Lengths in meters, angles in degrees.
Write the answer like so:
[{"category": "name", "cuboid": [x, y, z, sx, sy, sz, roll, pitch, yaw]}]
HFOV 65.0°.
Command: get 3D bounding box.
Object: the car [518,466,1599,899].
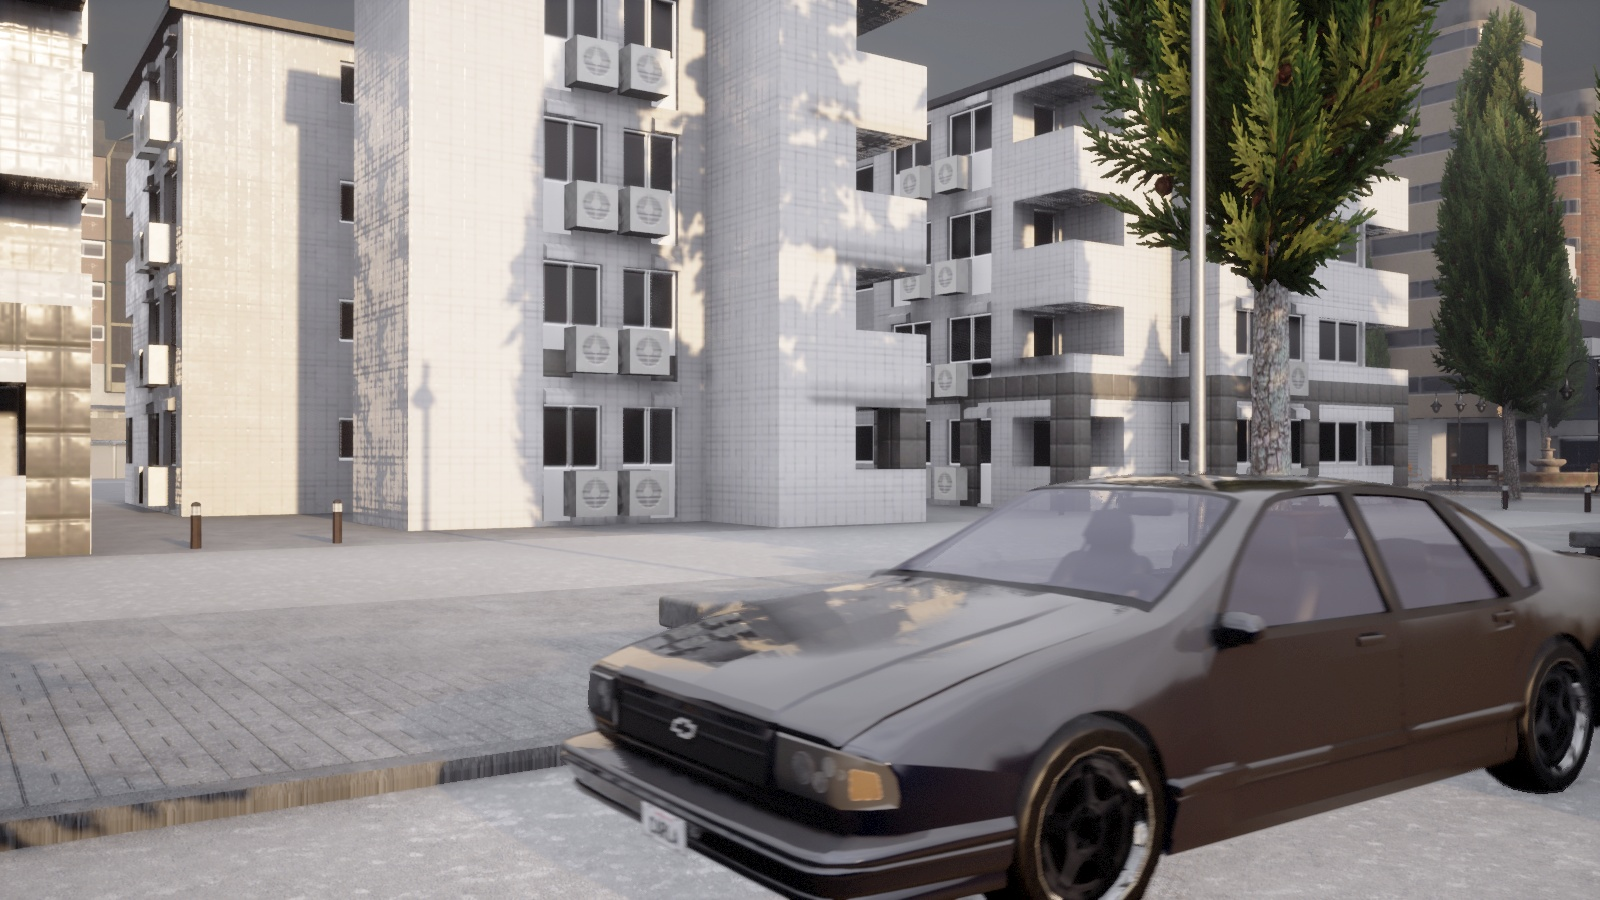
[{"category": "car", "cuboid": [1.712, 0.802, 5.461, 5.357, 1.411, 2.033, 0, 0, -35]}]
